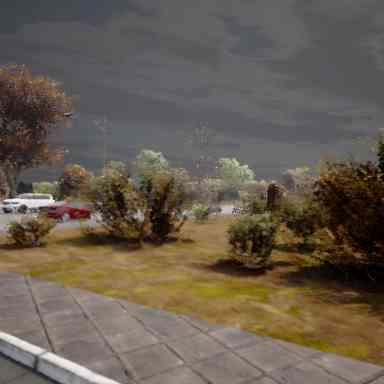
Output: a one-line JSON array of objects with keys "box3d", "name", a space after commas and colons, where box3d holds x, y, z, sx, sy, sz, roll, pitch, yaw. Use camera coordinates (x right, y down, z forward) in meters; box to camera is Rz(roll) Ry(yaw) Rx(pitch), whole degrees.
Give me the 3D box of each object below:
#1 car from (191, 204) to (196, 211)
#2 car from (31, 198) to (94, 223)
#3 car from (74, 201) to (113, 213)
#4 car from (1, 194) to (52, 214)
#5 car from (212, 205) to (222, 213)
[{"box3d": [0.835, 2.979, 60.724, 1.882, 1.535, 5.008, 1, -2, 21], "name": "car"}, {"box3d": [-9.269, 1.427, 25.252, 1.882, 1.535, 5.008, 1, -1, 22], "name": "car"}, {"box3d": [-13.108, 1.999, 44.682, 2.033, 1.411, 5.357, 1, -2, 21], "name": "car"}, {"box3d": [-16.973, 1.193, 34.788, 2.150, 2.045, 5.566, 1, -2, 21], "name": "car"}, {"box3d": [3.996, 3.076, 59.201, 1.812, 1.442, 4.674, 1, -2, 21], "name": "car"}]
